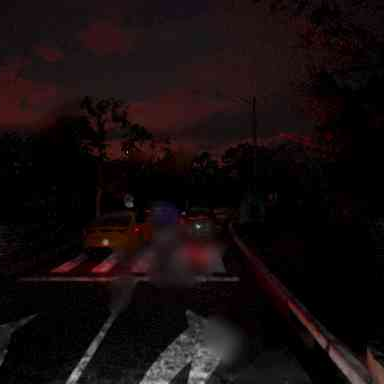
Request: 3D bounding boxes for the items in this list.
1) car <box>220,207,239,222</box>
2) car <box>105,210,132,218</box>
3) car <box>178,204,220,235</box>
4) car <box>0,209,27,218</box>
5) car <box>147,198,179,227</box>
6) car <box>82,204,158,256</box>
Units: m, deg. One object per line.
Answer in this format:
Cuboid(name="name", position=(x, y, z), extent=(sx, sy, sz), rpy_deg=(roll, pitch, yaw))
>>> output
Cuboid(name="car", position=(3.664, 2.348, 34.827), extent=(1.882, 1.535, 5.008), rpy_deg=(-3, -5, 29))
Cuboid(name="car", position=(-14.531, 4.296, 65.750), extent=(4.902, 1.511, 2.128), rpy_deg=(0, -4, -3))
Cuboid(name="car", position=(0.482, 1.537, 18.670), extent=(1.837, 1.490, 4.892), rpy_deg=(0, -1, 3))
Cuboid(name="car", position=(-29.919, 3.673, 55.089), extent=(1.837, 1.490, 4.892), rpy_deg=(-3, -4, 26))
Cuboid(name="car", position=(-2.112, 1.473, 24.872), extent=(2.150, 2.045, 5.566), rpy_deg=(0, -2, 3))
Cuboid(name="car", position=(-2.725, 1.469, 13.189), extent=(1.882, 1.535, 5.008), rpy_deg=(0, 0, 1))
